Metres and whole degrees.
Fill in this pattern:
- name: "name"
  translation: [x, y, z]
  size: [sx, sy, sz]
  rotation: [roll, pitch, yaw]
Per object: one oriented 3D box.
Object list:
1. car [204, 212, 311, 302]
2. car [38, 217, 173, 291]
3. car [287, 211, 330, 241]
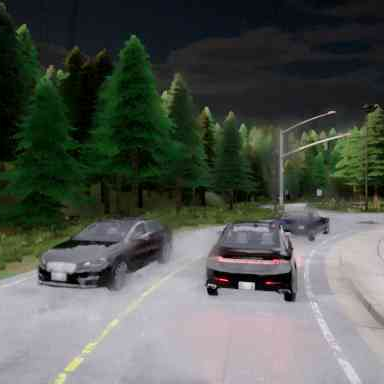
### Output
- name: "car"
  translation: [1.588, 1.491, 8.400]
  size: [2.128, 1.511, 4.902]
  rotation: [0, 0, 14]
- name: "car"
  translation: [-2.040, 1.491, 9.246]
  size: [2.128, 1.511, 4.902]
  rotation: [0, 0, 17]
- name: "car"
  translation: [5.572, 1.601, 16.836]
  size: [1.895, 1.301, 4.718]
  rotation: [0, 0, 34]
